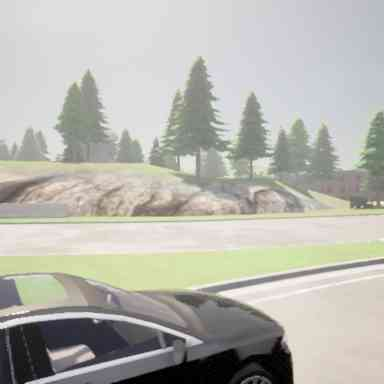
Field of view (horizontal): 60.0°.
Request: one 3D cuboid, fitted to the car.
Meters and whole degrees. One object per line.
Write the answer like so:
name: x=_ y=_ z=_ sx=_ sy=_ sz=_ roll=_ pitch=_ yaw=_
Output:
car: x=-1.215 y=1.491 z=2.781 sx=4.902 sy=1.511 sz=2.128 roll=0 pitch=0 yaw=-34
